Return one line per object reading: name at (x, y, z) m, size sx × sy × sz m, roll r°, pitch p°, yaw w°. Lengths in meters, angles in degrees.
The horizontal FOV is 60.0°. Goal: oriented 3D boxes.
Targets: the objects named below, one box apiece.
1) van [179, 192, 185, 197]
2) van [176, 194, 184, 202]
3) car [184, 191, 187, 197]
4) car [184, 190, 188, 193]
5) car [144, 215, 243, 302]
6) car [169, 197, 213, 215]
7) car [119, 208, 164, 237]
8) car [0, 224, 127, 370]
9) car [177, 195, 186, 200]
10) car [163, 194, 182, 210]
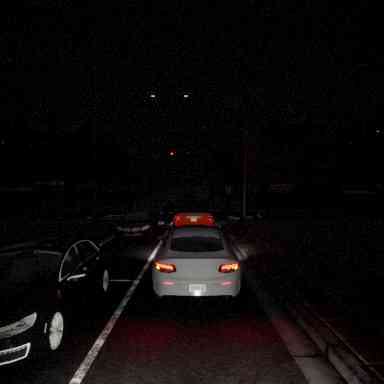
van at (-2.724, 1.360, 65.685) m, size 1.690 × 1.788 × 3.998 m, roll -1°, pitch 0°, yaw 0°
van at (-2.733, 1.302, 76.765) m, size 1.690 × 1.788 × 3.998 m, roll -1°, pitch 0°, yaw 0°
car at (-2.730, 1.308, 71.228) m, size 2.192 × 1.841 × 5.009 m, roll -1°, pitch 0°, yaw 0°
car at (-2.744, 1.132, 93.398) m, size 2.192 × 1.841 × 5.009 m, roll -1°, pitch 1°, yaw 0°
car at (0.093, 1.523, 8.149) m, size 1.812 × 1.442 × 4.674 m, roll 0°, pitch 0°, yaw 0°
car at (0.083, 1.353, 18.112) m, size 2.097 × 1.767 × 4.553 m, roll 0°, pitch 0°, yaw 0°
car at (-2.674, 1.582, 16.751) m, size 1.802 × 1.307 × 4.206 m, roll -2°, pitch 0°, yaw 0°
car at (-2.664, 1.548, 5.857) m, size 2.008 × 1.369 × 4.403 m, roll -2°, pitch 0°, yaw 0°
car at (-2.737, 1.430, 87.849) m, size 2.008 × 1.369 × 4.403 m, roll -1°, pitch 0°, yaw 0°
car at (-2.705, 1.484, 43.529) m, size 1.967 × 1.590 × 4.097 m, roll -2°, pitch 0°, yaw 0°
